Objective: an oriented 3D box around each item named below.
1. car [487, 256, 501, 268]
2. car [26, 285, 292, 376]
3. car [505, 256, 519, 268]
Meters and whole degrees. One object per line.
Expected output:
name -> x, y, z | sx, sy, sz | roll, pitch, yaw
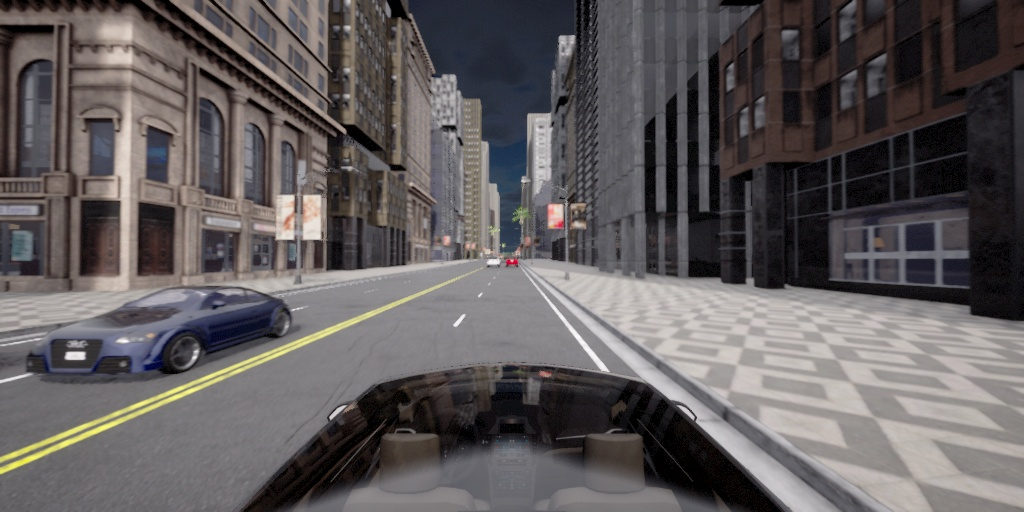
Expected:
car -> -3.253, 0.967, 63.384 | 2.150, 2.045, 5.566 | 0, 0, 0
car -> -6.584, 1.316, 7.410 | 1.994, 1.385, 4.181 | 0, 0, 0
car -> -0.003, 0.967, 63.383 | 2.150, 2.045, 5.566 | 0, 0, 0
